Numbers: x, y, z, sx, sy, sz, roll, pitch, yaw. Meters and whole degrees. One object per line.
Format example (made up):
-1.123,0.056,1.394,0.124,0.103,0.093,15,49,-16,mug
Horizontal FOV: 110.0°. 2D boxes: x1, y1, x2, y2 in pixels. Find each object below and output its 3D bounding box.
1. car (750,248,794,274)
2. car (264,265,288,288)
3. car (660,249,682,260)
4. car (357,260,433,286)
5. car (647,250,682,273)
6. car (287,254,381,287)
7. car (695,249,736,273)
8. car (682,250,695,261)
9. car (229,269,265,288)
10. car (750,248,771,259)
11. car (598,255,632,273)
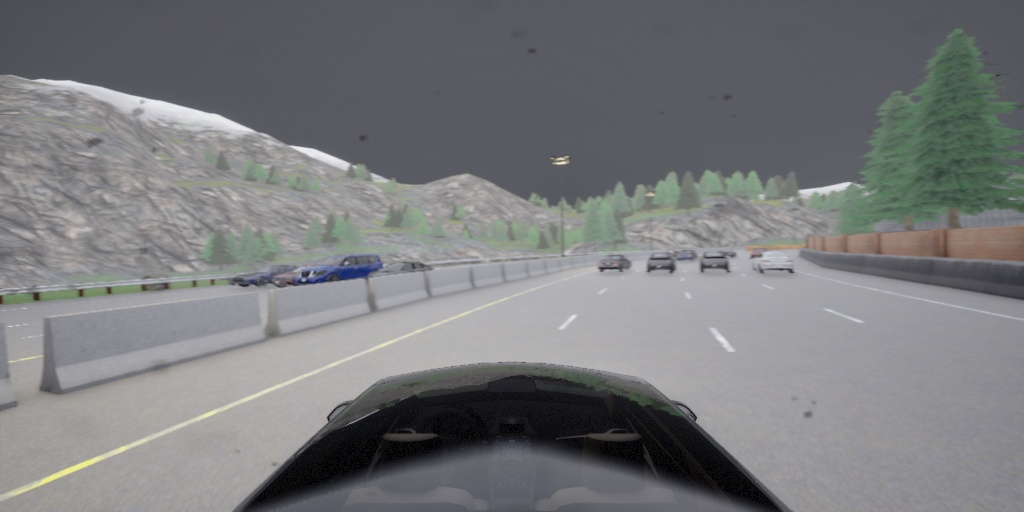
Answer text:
17.734,0.395,24.463,1.812,1.442,4.674,-1,1,28,car
-13.510,1.285,24.154,1.812,1.442,4.674,-1,1,23,car
23.066,-0.213,51.964,1.812,1.442,4.674,-1,1,37,car
-6.786,1.108,22.094,1.837,1.490,4.892,-1,1,23,car
11.588,0.482,27.661,2.128,1.511,4.902,-1,1,28,car
-10.469,0.926,22.412,2.150,2.045,5.566,-1,1,23,car
15.103,0.395,26.838,2.128,1.511,4.902,-1,1,28,car
22.394,-0.066,45.558,2.033,1.411,5.357,-1,1,36,car
-16.746,1.374,25.576,2.033,1.411,5.357,-1,1,23,car
32.791,-0.374,47.339,1.994,1.385,4.181,-1,1,38,car
8.638,0.583,29.917,2.033,1.411,5.357,-1,1,29,car
